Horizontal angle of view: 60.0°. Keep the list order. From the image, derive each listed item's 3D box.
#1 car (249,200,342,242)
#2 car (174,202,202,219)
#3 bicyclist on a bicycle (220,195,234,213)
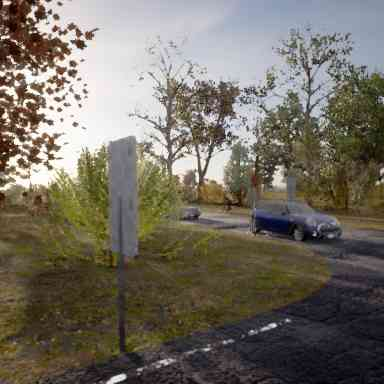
[{"bbox_3d":[4.836,1.240,16.050,2.097,1.767,4.553,-1,1,-29],"label":"car"},{"bbox_3d":[-1.273,1.329,25.359,1.895,1.301,4.718,-1,1,-35],"label":"car"},{"bbox_3d":[3.101,1.094,29.525,1.656,1.620,0.582,0,1,-35],"label":"bicyclist on a bicycle"}]
